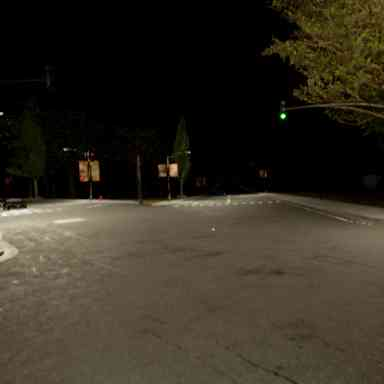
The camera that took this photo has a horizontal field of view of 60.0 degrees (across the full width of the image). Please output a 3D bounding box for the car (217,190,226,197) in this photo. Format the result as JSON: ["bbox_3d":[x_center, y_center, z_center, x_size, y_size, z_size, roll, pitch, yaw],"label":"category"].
[{"bbox_3d":[6.734,0.378,75.607,1.882,1.535,5.008,-3,0,6],"label":"car"}]

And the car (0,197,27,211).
[{"bbox_3d":[-21.266,1.439,39.911,1.994,1.385,4.181,-5,2,-38],"label":"car"}]
